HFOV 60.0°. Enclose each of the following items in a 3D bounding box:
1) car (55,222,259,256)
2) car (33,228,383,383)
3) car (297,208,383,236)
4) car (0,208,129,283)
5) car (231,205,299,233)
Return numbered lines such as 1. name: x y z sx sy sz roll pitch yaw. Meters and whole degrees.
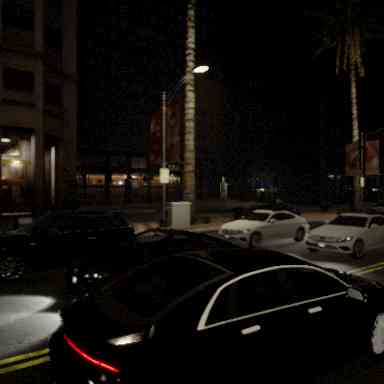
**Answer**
1. car: -0.702 1.564 7.755 4.181 1.385 1.994 0 0 -35
2. car: 0.805 1.504 4.321 4.892 1.490 1.837 0 0 -36
3. car: 6.332 1.524 12.698 4.674 1.442 1.812 0 0 -35
4. car: -3.855 1.352 9.813 4.553 1.767 2.097 0 0 -35
5. car: 3.324 1.525 14.856 4.674 1.442 1.812 0 0 -35
